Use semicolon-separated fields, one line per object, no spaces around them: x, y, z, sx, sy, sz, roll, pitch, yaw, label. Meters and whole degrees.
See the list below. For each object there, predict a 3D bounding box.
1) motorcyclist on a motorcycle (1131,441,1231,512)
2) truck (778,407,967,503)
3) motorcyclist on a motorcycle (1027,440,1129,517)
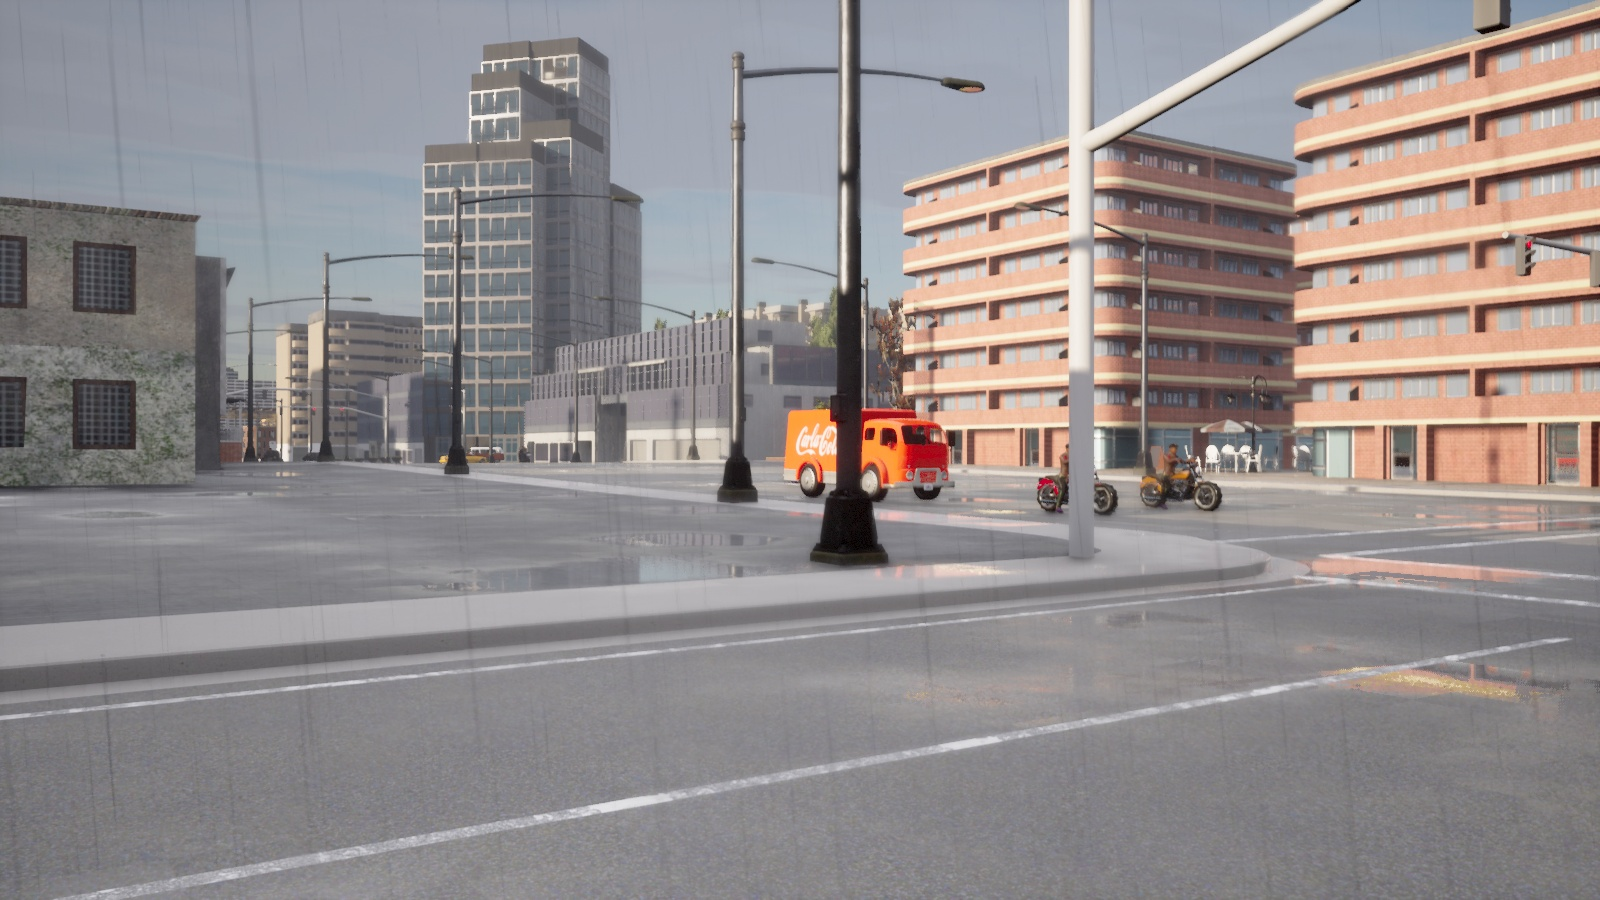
9.173;0.609;30.311;0.766;1.649;2.350;0;1;-34;motorcyclist on a motorcycle
1.902;0.094;34.905;2.627;2.467;5.204;0;1;-34;truck
6.250;0.616;28.385;0.766;1.649;2.350;0;1;-34;motorcyclist on a motorcycle
